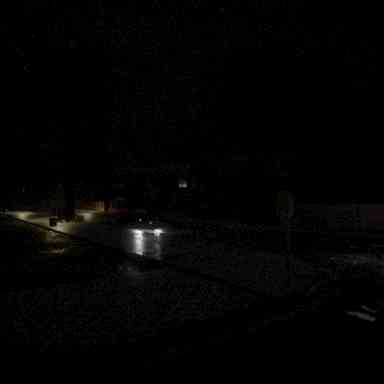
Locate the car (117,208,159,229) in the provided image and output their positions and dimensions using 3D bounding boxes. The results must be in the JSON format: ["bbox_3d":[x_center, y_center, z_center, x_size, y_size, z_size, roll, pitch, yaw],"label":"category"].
[{"bbox_3d":[-4.308,1.994,25.823,1.812,1.442,4.674,0,-1,-35],"label":"car"}]

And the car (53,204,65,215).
[{"bbox_3d":[-16.951,2.350,43.795,1.882,1.535,5.008,0,-1,-35],"label":"car"}]
